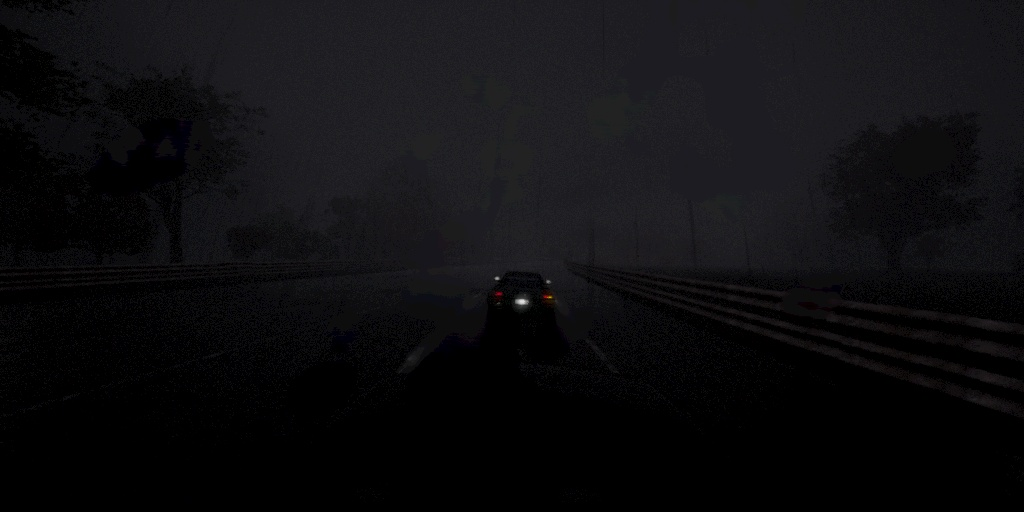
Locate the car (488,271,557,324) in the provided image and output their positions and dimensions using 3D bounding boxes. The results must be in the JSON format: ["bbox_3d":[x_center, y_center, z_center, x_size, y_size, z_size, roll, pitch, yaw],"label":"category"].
[{"bbox_3d":[0.333,1.200,11.680,1.994,1.385,4.181,4,0,1],"label":"car"}]
